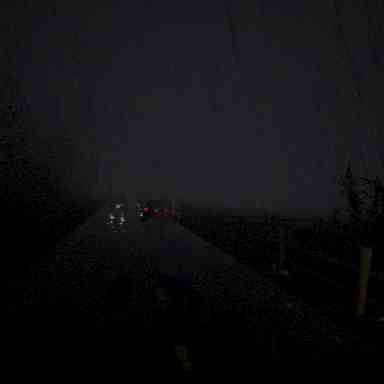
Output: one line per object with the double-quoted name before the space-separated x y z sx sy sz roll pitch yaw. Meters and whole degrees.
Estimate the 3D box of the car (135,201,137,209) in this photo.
"car" -5.529 1.476 38.349 1.895 1.301 4.718 5 0 -11

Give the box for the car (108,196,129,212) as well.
"car" -7.725 1.172 35.072 2.128 1.511 4.902 5 0 -12

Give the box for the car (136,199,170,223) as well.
"car" -2.937 1.335 25.823 2.097 1.767 4.553 5 0 -11
